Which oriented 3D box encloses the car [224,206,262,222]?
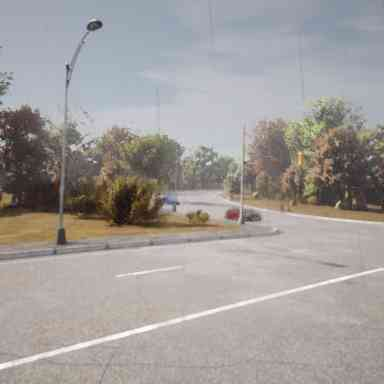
[{"bbox_3d":[4.735,2.016,31.136,1.994,1.385,4.181,2,-1,-25],"label":"car"}]

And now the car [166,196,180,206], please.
[{"bbox_3d":[-3.283,1.372,54.555,1.882,1.535,5.008,2,2,-14],"label":"car"}]
